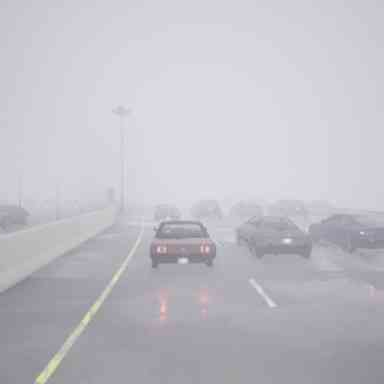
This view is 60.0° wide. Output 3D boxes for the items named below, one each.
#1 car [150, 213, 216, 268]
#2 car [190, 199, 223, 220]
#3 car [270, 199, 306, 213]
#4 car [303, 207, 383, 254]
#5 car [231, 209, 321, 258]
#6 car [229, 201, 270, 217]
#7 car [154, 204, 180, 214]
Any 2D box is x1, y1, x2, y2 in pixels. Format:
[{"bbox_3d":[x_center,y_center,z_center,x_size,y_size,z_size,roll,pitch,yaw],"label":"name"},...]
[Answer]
[{"bbox_3d":[-0.388,1.619,11.426,1.895,1.301,4.718,0,0,-4],"label":"car"},{"bbox_3d":[1.156,1.393,28.555,2.097,1.767,4.553,0,0,-9],"label":"car"},{"bbox_3d":[8.175,1.380,28.921,2.097,1.767,4.553,0,0,-9],"label":"car"},{"bbox_3d":[6.443,1.534,13.490,1.812,1.442,4.674,0,0,-4],"label":"car"},{"bbox_3d":[2.983,1.578,12.895,1.994,1.385,4.181,0,0,-4],"label":"car"},{"bbox_3d":[4.634,1.526,28.995,2.128,1.511,4.902,0,0,-9],"label":"car"},{"bbox_3d":[-2.122,1.645,27.058,1.895,1.301,4.718,0,0,-9],"label":"car"}]
